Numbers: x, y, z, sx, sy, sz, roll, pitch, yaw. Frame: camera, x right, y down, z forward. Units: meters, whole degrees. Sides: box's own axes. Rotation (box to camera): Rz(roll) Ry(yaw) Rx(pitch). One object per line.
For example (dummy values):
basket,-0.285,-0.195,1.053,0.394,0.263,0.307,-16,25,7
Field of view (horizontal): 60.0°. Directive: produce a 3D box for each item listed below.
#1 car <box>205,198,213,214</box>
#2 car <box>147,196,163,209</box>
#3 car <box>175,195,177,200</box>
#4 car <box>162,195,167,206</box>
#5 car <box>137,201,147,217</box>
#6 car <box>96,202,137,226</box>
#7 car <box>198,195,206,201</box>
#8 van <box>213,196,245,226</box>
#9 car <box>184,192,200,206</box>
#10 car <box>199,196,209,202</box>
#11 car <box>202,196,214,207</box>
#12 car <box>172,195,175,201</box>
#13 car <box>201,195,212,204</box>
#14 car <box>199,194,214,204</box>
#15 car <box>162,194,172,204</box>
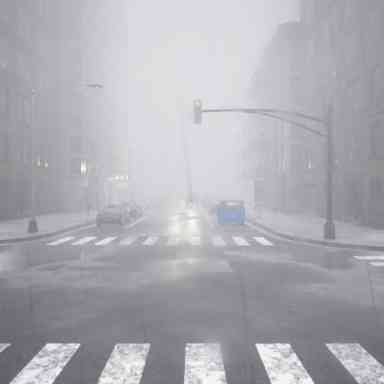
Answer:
car,2.645,1.580,34.508,1.802,1.307,4.206,0,0,0
car,-5.377,1.519,45.697,1.752,1.417,4.829,0,0,0
car,-5.369,1.409,79.958,1.967,1.590,4.097,0,0,0
car,-5.375,1.556,51.549,1.947,1.339,4.313,0,0,0
car,-5.381,1.543,28.821,1.887,1.381,4.507,0,0,0
car,-5.383,1.549,23.139,2.008,1.369,4.403,0,0,0
car,2.658,1.530,85.640,1.947,1.339,4.313,0,0,0
van,2.642,1.340,23.146,1.690,1.788,3.998,0,0,0
car,0.117,1.208,56.463,2.150,2.045,5.566,0,0,0
car,2.655,1.524,74.278,2.008,1.369,4.403,0,0,0
car,2.648,1.576,45.871,1.802,1.307,4.206,0,0,0
car,-5.371,1.292,68.594,2.192,1.841,5.009,0,0,0
car,2.652,1.422,62.915,1.967,1.590,4.097,0,0,0
car,2.650,1.305,51.553,2.192,1.841,5.009,0,0,0
car,-5.373,1.547,62.912,1.947,1.339,4.313,0,0,0
